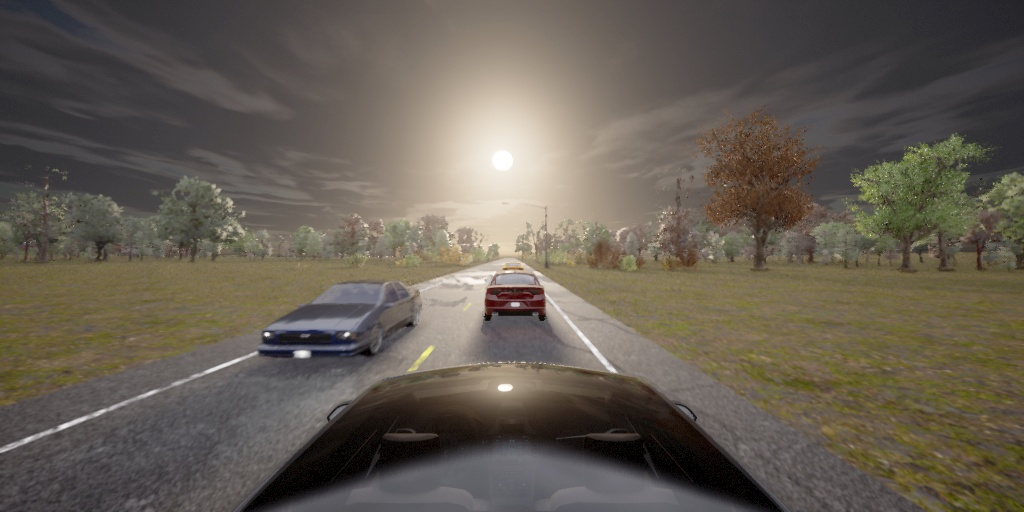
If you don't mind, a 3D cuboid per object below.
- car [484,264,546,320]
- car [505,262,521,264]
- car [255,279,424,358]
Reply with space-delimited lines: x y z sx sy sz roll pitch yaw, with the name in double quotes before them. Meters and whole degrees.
"car" 0.097 1.229 12.678 1.882 1.535 5.008 0 0 0
"car" 0.090 1.231 31.071 1.882 1.535 5.008 0 0 0
"car" -3.603 1.298 8.815 2.033 1.411 5.357 0 0 0
